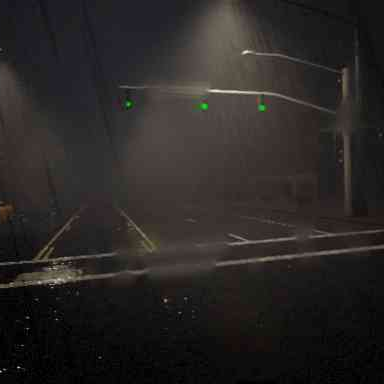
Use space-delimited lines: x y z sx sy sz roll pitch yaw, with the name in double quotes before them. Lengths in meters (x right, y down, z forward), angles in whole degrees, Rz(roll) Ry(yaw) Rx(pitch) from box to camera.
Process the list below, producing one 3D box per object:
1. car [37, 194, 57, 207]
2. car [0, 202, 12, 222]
"car" -20.016 1.019 45.917 2.097 1.767 4.553 -3 1 -15
"car" -13.436 1.410 22.041 1.882 1.535 5.008 -3 1 -15
